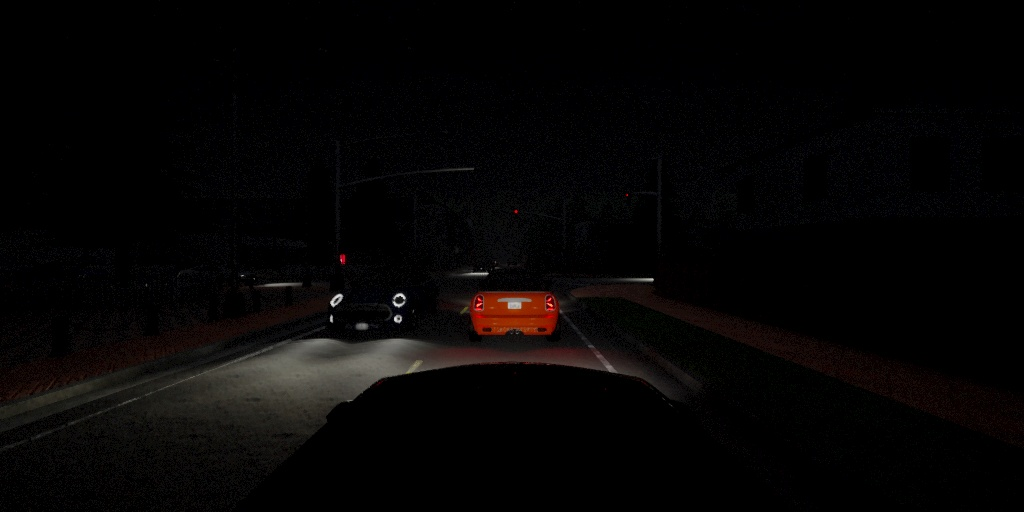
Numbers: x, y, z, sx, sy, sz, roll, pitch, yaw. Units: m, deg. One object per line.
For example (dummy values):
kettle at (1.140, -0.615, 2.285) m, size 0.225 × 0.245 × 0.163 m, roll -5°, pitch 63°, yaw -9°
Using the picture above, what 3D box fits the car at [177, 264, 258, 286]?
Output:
car at (-20.012, 1.291, 24.456) m, size 4.674 × 1.442 × 1.812 m, roll 0°, pitch 0°, yaw -2°

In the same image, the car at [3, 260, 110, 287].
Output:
car at (-30.191, 1.243, 24.139) m, size 5.008 × 1.535 × 1.882 m, roll 0°, pitch 0°, yaw -1°

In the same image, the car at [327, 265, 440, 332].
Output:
car at (-3.600, 1.102, 10.852) m, size 2.097 × 1.767 × 4.553 m, roll 0°, pitch 0°, yaw 0°

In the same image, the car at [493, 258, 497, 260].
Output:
car at (-3.624, 1.314, 54.286) m, size 1.994 × 1.385 × 4.181 m, roll 0°, pitch 0°, yaw 0°

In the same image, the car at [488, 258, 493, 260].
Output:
car at (-3.622, 1.313, 44.319) m, size 1.994 × 1.385 × 4.181 m, roll 0°, pitch 0°, yaw 0°

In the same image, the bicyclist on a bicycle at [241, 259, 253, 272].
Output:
bicyclist on a bicycle at (-23.577, 1.066, 31.814) m, size 0.582 × 1.620 × 1.656 m, roll 0°, pitch 0°, yaw -2°

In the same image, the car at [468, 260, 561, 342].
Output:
car at (0.066, 1.102, 9.970) m, size 2.097 × 1.767 × 4.553 m, roll 0°, pitch 0°, yaw 0°
